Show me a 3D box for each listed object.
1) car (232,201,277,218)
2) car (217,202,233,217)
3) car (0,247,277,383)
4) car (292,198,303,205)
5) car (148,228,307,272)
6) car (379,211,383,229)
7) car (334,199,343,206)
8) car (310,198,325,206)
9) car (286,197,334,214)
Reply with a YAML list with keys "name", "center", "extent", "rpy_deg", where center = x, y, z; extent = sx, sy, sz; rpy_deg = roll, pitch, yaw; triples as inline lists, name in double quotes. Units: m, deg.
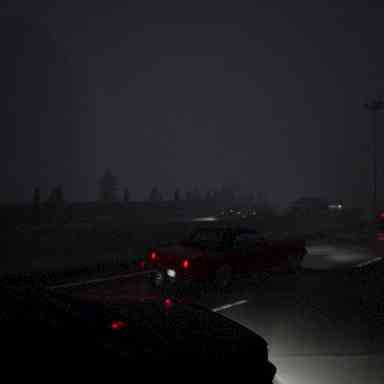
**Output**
- name: "car"
  center: [5.743, 1.712, 28.838]
  extent: [1.812, 1.442, 4.674]
  rpy_deg: [0, 0, 40]
- name: "car"
  center: [4.307, 1.710, 32.586]
  extent: [1.837, 1.490, 4.892]
  rpy_deg: [0, 0, 38]
- name: "car"
  center: [-1.723, 1.559, 2.629]
  extent: [5.357, 1.411, 2.033]
  rpy_deg: [0, 0, -36]
- name: "car"
  center: [22.076, 1.985, 69.847]
  extent: [1.812, 1.442, 4.674]
  rpy_deg: [0, 0, 12]
- name: "car"
  center: [1.217, 1.660, 9.359]
  extent: [4.718, 1.301, 1.895]
  rpy_deg: [0, 0, -40]
- name: "car"
  center: [14.089, 1.522, 22.209]
  extent: [2.097, 1.767, 4.553]
  rpy_deg: [0, 0, 40]
- name: "car"
  center: [28.261, 2.013, 65.410]
  extent: [1.994, 1.385, 4.181]
  rpy_deg: [0, 0, 15]
- name: "car"
  center: [24.704, 1.969, 65.617]
  extent: [2.128, 1.511, 4.902]
  rpy_deg: [0, 0, 15]
- name: "car"
  center: [10.048, 1.417, 28.514]
  extent: [2.150, 2.045, 5.566]
  rpy_deg: [0, 0, 38]
